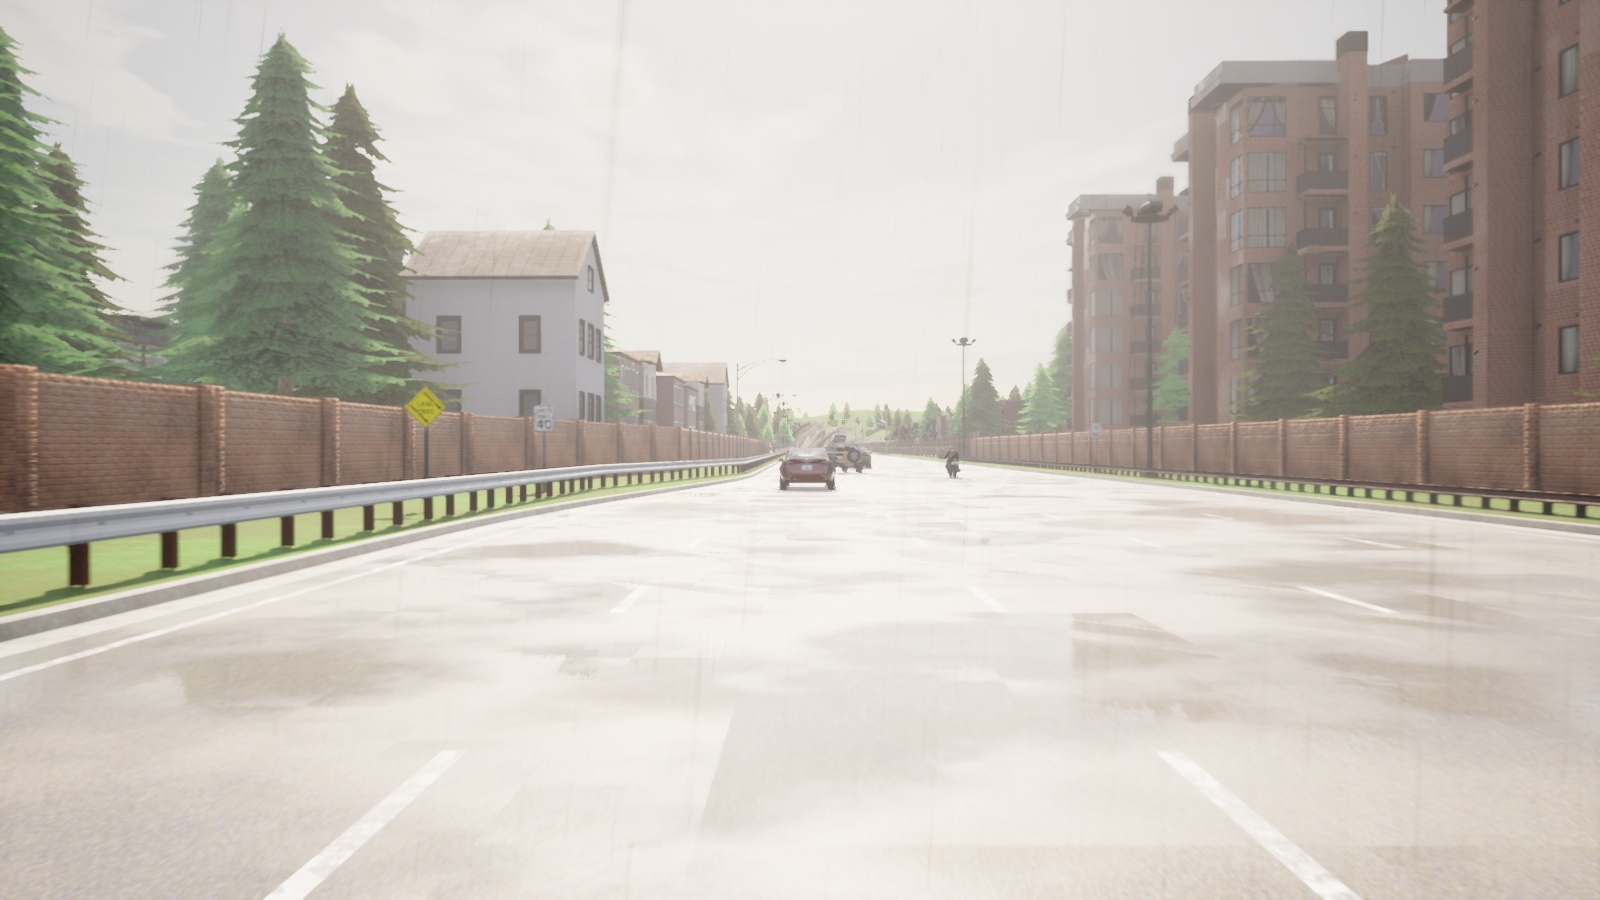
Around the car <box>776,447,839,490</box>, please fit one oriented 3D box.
[{"bbox_3d":[0.275,0.640,45.743,2.163,1.488,4.792,0,0,1],"label":"car"}]

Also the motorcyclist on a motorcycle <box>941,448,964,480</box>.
[{"bbox_3d":[7.365,0.646,60.708,0.866,1.530,2.191,0,0,0],"label":"motorcyclist on a motorcycle"}]

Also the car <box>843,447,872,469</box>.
[{"bbox_3d":[4.024,0.548,88.352,1.837,1.490,4.892,0,0,0],"label":"car"}]

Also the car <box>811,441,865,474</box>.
[{"bbox_3d":[2.148,0.396,72.382,1.932,1.855,4.605,0,0,-15],"label":"car"}]
